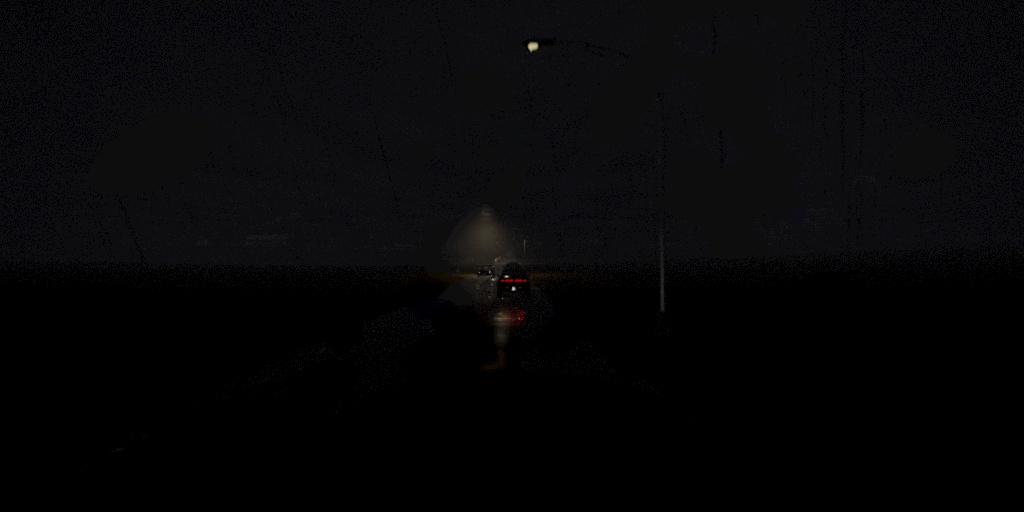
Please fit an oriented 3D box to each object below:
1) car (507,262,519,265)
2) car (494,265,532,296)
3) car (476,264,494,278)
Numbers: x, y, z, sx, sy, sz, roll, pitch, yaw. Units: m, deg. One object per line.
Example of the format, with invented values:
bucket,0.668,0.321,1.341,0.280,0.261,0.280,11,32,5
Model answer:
car,0.099,1.485,39.580,2.097,1.767,4.553,0,-1,0
car,0.095,1.480,21.320,1.837,1.490,4.892,0,0,0
car,-2.845,1.643,40.026,1.837,1.490,4.892,0,0,0
